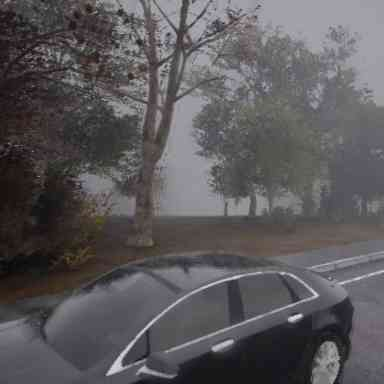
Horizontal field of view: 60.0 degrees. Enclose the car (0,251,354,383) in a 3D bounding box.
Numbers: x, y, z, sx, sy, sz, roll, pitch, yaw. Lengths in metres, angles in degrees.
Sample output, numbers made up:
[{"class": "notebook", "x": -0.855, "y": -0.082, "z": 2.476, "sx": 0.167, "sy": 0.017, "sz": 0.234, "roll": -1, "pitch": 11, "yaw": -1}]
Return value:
[{"class": "car", "x": -0.198, "y": 1.503, "z": 3.542, "sx": 4.892, "sy": 1.490, "sz": 1.837, "roll": 0, "pitch": 0, "yaw": -35}]
